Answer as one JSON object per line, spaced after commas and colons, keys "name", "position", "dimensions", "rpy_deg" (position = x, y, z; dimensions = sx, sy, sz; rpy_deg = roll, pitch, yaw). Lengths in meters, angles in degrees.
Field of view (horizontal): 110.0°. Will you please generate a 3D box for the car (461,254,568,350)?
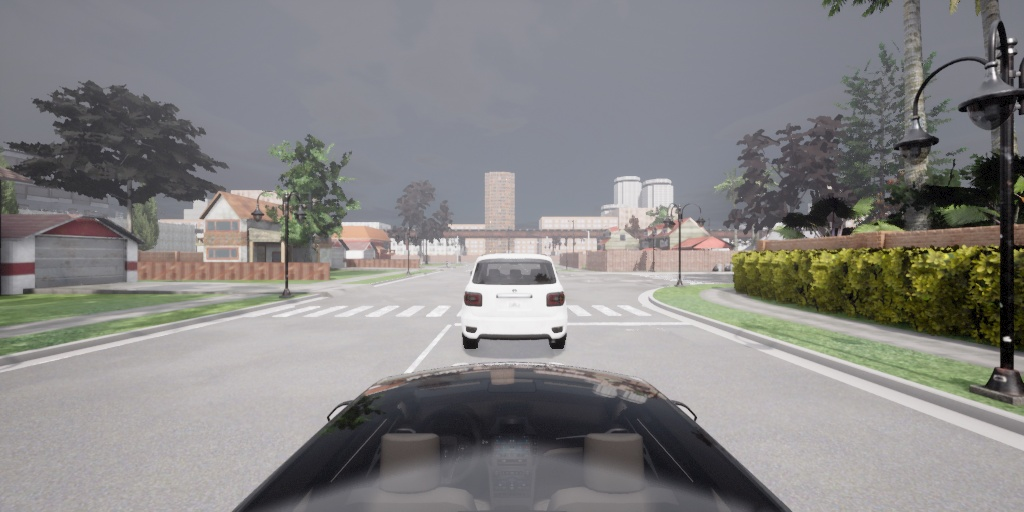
{"name": "car", "position": [0.052, 0.971, 9.234], "dimensions": [2.150, 2.045, 5.566], "rpy_deg": [0, 0, 0]}
